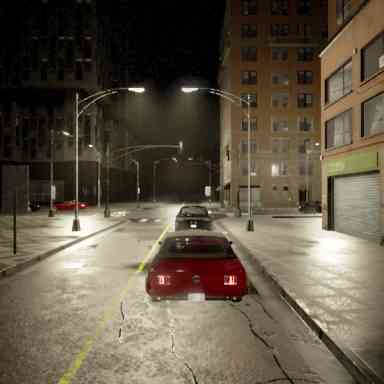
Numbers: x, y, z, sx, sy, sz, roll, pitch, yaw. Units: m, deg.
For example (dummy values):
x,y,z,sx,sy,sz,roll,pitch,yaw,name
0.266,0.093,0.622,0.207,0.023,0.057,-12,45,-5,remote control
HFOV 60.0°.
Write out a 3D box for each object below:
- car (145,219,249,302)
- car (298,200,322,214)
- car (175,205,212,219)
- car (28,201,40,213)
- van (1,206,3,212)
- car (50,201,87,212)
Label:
x,y,z,sx,sy,sz,roll,pitch,yaw,name
0.086,1.601,8.183,1.895,1.301,4.718,0,0,0,car
12.057,1.415,30.720,4.313,1.339,1.947,0,0,0,car
0.069,1.474,18.331,1.882,1.535,5.008,0,0,0,car
-20.181,1.725,39.226,4.313,1.339,1.947,0,0,0,car
-20.169,1.425,30.702,3.998,1.788,1.690,0,0,0,van
-14.532,1.701,39.229,4.206,1.307,1.802,0,0,0,car
